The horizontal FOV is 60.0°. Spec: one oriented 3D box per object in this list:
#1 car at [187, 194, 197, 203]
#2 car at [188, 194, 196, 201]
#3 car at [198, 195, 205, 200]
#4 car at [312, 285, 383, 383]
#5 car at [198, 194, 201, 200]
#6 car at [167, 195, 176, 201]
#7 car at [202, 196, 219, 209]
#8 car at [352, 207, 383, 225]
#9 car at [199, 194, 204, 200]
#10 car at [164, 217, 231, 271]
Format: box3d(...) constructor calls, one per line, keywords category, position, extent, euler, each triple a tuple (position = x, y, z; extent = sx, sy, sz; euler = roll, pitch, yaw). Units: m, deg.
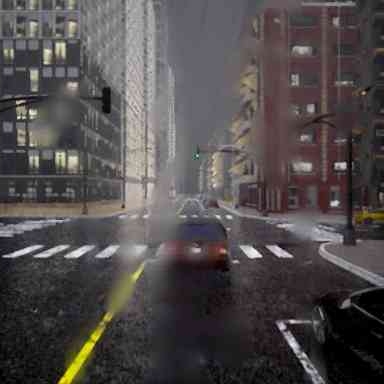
box3d(category="car", position=(0.014, 1.584, 67.987), extent=(1.895, 1.301, 4.718), euler=(0, 0, 0))
box3d(category="car", position=(0.016, 1.297, 77.959), extent=(1.882, 1.535, 5.008), euler=(0, 0, 0))
box3d(category="car", position=(2.709, 1.574, 92.166), extent=(1.802, 1.307, 4.206), euler=(0, 0, 0))
box3d(category="car", position=(2.691, 1.564, 3.334), extent=(1.947, 1.339, 4.313), euler=(0, 0, 0))
box3d(category="car", position=(2.704, 1.535, 63.923), extent=(2.008, 1.369, 4.403), euler=(0, 0, 0))
box3d(category="car", position=(-5.672, 1.540, 86.518), extent=(2.008, 1.369, 4.403), euler=(0, 0, 0))
box3d(category="car", position=(2.750, 1.565, 45.357), extent=(1.802, 1.307, 4.206), euler=(0, 0, 0))
box3d(category="car", position=(14.647, 1.820, 25.672), extent=(4.829, 1.417, 1.752), euler=(1, -1, 0))
box3d(category="car", position=(2.702, 1.535, 58.274), extent=(2.008, 1.369, 4.403), euler=(0, 0, 0))
box3d(category="car", position=(0.294, 1.541, 10.911), extent=(2.033, 1.411, 5.357), euler=(0, 0, 4))
